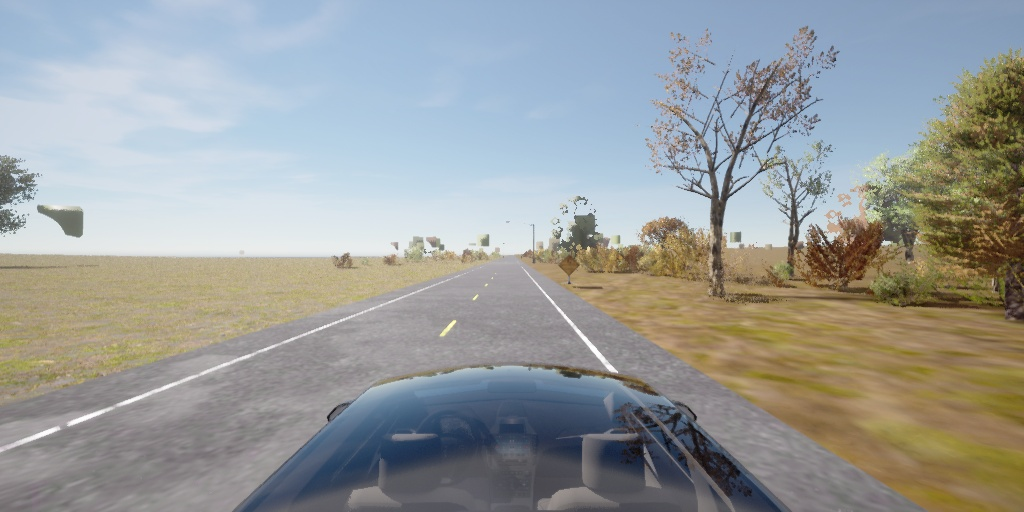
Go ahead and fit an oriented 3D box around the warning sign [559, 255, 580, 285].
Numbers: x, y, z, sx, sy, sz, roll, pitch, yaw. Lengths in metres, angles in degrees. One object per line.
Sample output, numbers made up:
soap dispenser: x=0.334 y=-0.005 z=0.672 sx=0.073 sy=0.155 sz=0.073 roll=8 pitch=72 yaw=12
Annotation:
warning sign: x=3.550 y=0.855 z=22.276 sx=1.300 sy=1.860 sz=1.060 roll=0 pitch=0 yaw=0
